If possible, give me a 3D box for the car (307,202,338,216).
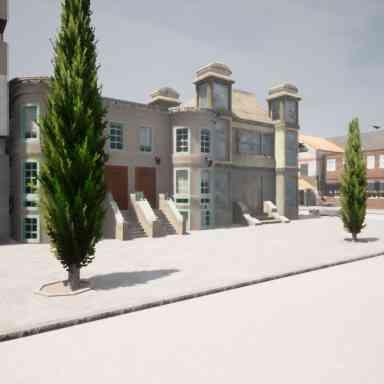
[{"bbox_3d":[13.107,1.601,30.379,1.895,1.301,4.718,0,0,-35],"label":"car"}]

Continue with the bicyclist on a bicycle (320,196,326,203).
[{"bbox_3d":[16.051,1.349,40.717,1.656,1.620,0.582,0,0,-35],"label":"bicyclist on a bicycle"}]
